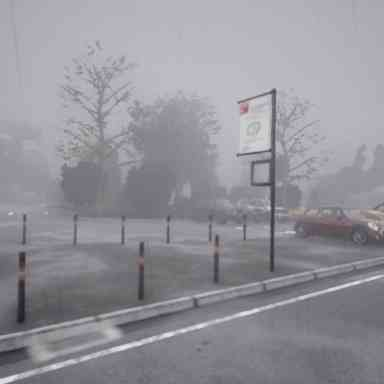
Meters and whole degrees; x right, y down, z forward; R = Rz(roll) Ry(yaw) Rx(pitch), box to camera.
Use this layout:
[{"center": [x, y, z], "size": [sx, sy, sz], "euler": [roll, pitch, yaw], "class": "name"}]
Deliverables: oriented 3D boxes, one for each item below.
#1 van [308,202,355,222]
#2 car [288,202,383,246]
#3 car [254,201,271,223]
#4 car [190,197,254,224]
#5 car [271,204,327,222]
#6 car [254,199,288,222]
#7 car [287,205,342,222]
[{"center": [15.572, 2.161, 37.347], "size": [1.878, 1.987, 4.442], "euler": [3, -2, -36], "class": "van"}, {"center": [7.469, 1.541, 16.533], "size": [2.185, 1.767, 4.553], "euler": [2, -1, -36], "class": "car"}, {"center": [4.184, 1.824, 29.266], "size": [2.231, 1.521, 4.892], "euler": [2, -1, -36], "class": "car"}, {"center": [2.046, 1.484, 27.684], "size": [2.435, 2.045, 5.566], "euler": [2, -1, -36], "class": "car"}, {"center": [10.964, 2.141, 34.401], "size": [1.946, 1.575, 5.366], "euler": [3, -2, -36], "class": "car"}, {"center": [6.462, 1.667, 30.895], "size": [2.435, 2.045, 5.566], "euler": [2, -1, -36], "class": "car"}, {"center": [13.122, 2.256, 35.955], "size": [1.946, 1.575, 5.366], "euler": [3, -2, -36], "class": "car"}]
